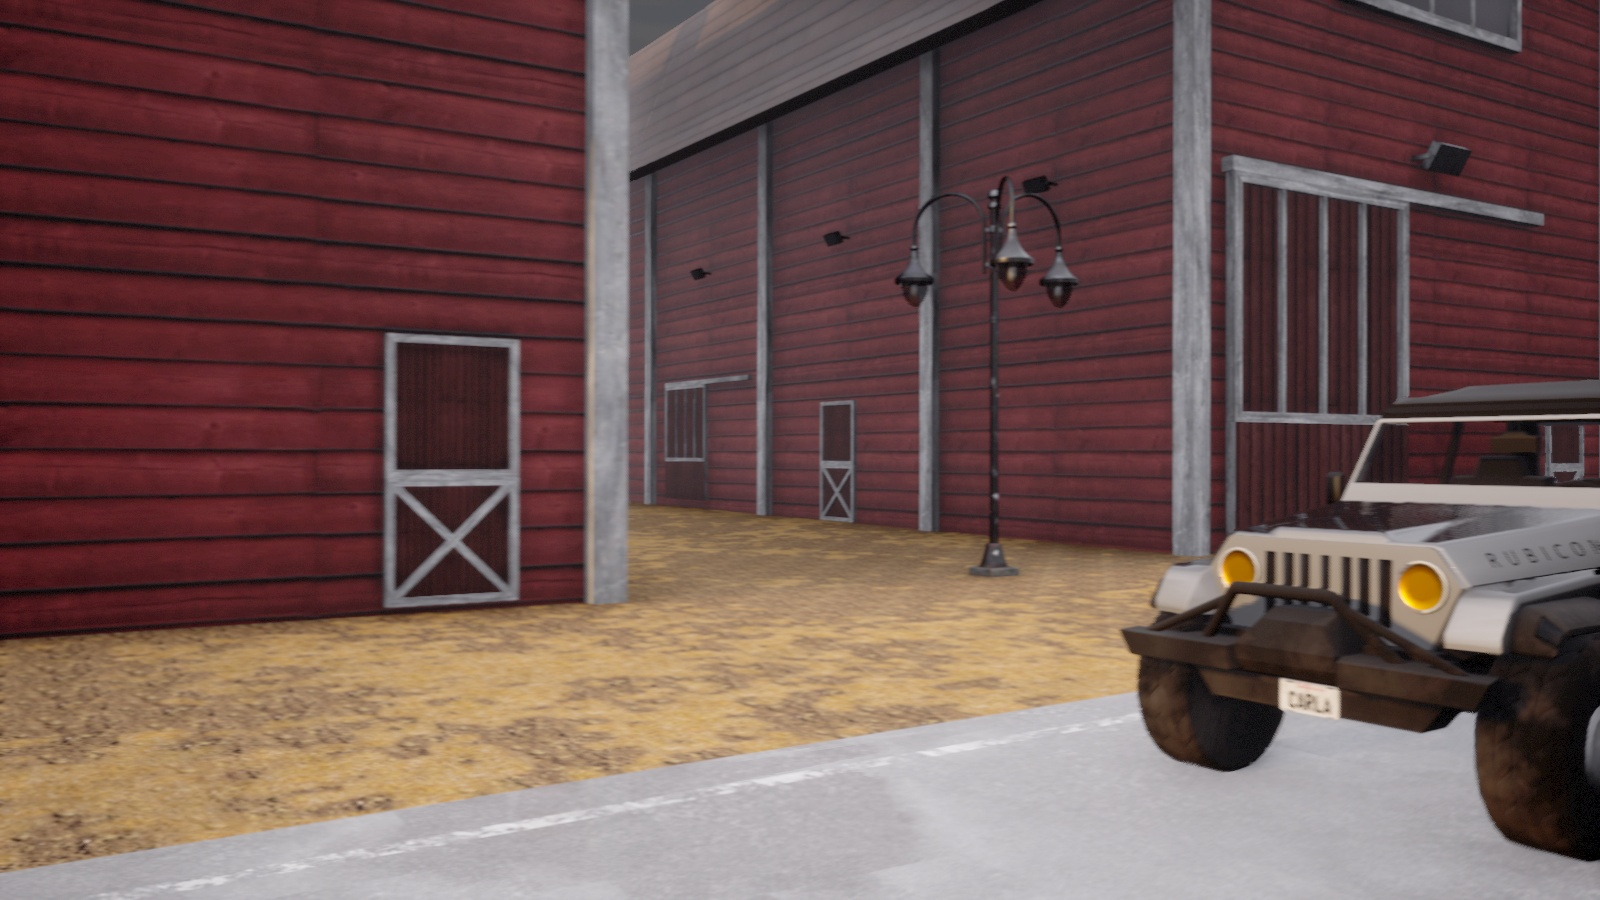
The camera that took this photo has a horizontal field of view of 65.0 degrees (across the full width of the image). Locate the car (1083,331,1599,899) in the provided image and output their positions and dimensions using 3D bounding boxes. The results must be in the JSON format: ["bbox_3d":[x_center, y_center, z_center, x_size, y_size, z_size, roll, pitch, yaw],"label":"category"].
[{"bbox_3d":[3.425,0.549,6.044,3.866,1.878,1.905,0,0,-35],"label":"car"}]
